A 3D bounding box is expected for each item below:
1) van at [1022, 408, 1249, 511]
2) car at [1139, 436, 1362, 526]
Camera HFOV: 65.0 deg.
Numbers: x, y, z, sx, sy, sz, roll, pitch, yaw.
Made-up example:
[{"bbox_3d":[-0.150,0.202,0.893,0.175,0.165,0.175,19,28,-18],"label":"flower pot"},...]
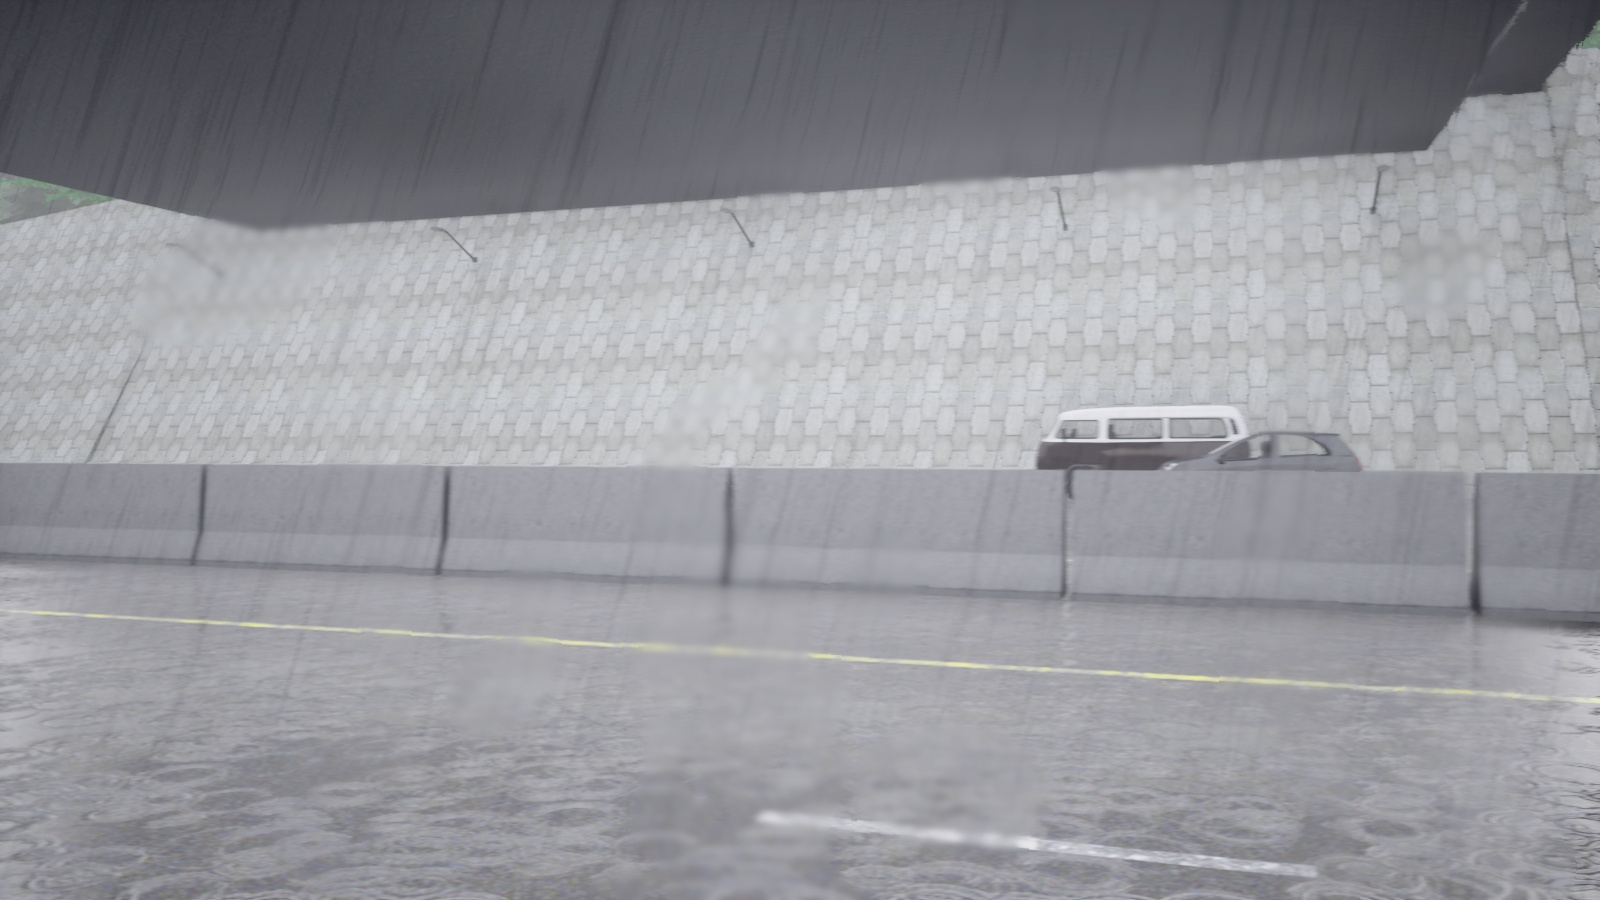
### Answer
[{"bbox_3d":[7.122,0.150,26.640,4.480,2.038,2.069,1,1,19],"label":"van"},{"bbox_3d":[8.051,0.508,22.639,3.633,1.501,1.845,1,1,19],"label":"car"}]
